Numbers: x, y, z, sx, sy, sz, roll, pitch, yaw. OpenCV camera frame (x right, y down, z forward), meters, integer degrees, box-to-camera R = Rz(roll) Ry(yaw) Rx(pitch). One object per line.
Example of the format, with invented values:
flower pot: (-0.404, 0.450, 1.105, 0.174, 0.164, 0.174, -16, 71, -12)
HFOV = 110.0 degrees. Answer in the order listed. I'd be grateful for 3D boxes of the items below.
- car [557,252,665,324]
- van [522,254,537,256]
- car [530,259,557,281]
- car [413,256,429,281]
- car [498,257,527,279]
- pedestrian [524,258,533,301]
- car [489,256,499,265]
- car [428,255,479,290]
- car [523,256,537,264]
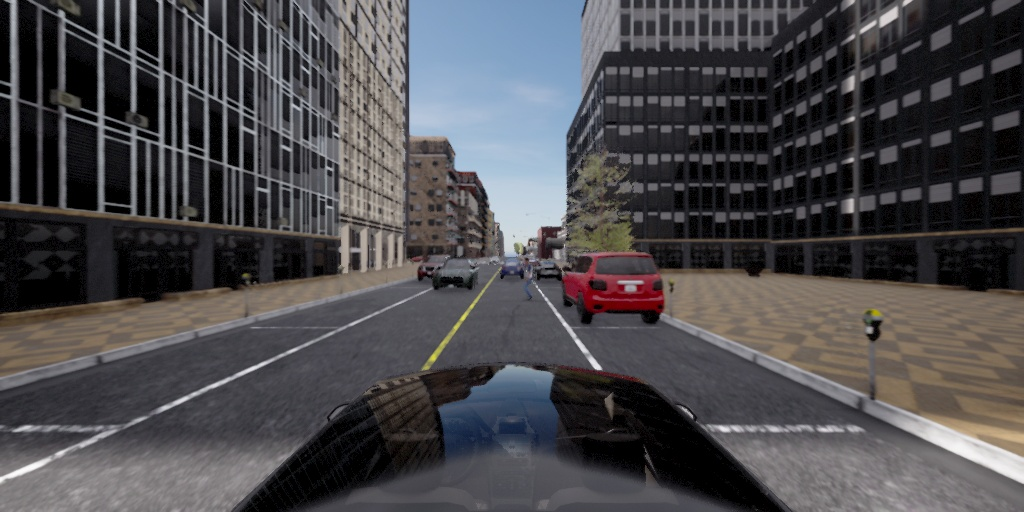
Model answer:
car: (2.995, 0.886, 11.745, 2.150, 2.045, 5.566, 0, 1, 0)
van: (2.634, 0.685, 50.035, 1.690, 1.789, 3.998, 0, 0, 0)
car: (2.646, 1.094, 27.280, 1.948, 1.339, 4.313, 0, 0, 0)
car: (-5.702, 0.843, 27.302, 2.192, 1.841, 5.009, 0, 0, 0)
car: (0.025, 1.037, 29.353, 1.812, 1.442, 4.674, 0, 1, 0)
pedestrian: (0.722, 0.927, 15.002, 0.375, 1.860, 0.375, 0, 0, 0)
car: (-3.029, 0.801, 63.482, 1.812, 1.442, 4.674, 0, 0, 0)
car: (-3.099, 0.937, 20.546, 2.097, 1.767, 4.553, 0, 0, 0)
car: (2.637, 0.971, 44.346, 1.802, 1.307, 4.207, 0, 0, 0)
